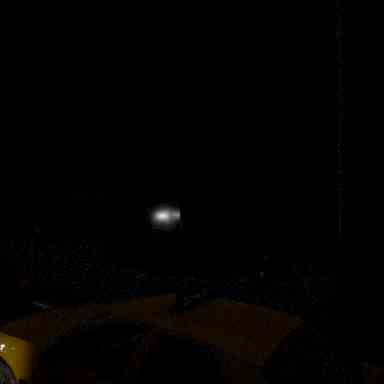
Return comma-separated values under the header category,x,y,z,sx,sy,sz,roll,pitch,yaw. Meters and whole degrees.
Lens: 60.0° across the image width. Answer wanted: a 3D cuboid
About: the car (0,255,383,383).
category,x,y,z,sx,sy,sz,roll,pitch,yaw
car,-0.216,1.524,3.011,4.829,1.417,1.752,0,-1,35
